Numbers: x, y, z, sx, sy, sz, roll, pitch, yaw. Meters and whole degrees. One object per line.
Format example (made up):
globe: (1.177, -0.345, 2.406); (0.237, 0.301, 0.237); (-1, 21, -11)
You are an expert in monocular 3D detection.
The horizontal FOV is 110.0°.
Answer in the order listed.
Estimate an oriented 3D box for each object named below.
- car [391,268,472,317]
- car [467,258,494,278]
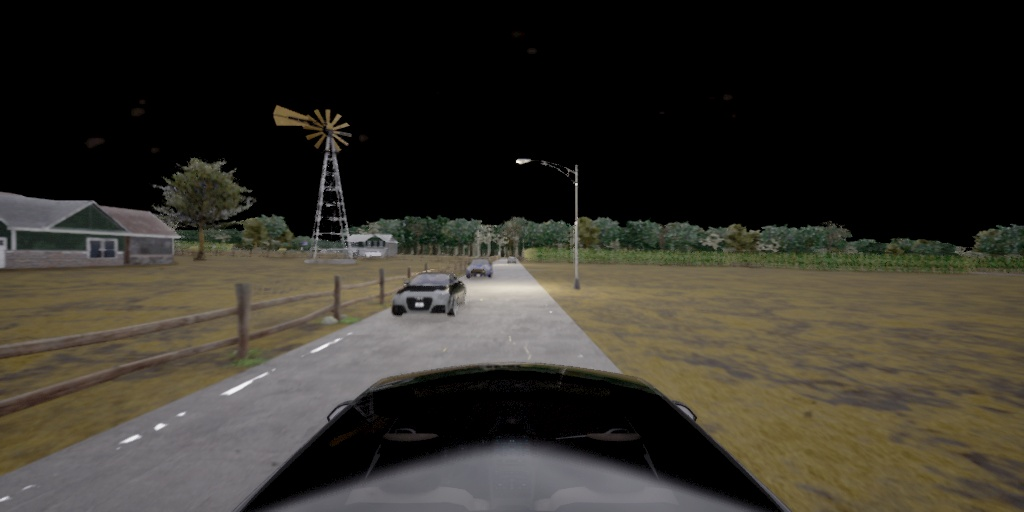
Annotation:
car: (-2.808, 1.292, 12.907); (1.994, 1.385, 4.181); (0, 0, 0)
car: (-2.762, 0.988, 31.688); (2.097, 1.767, 4.553); (0, 0, 0)
